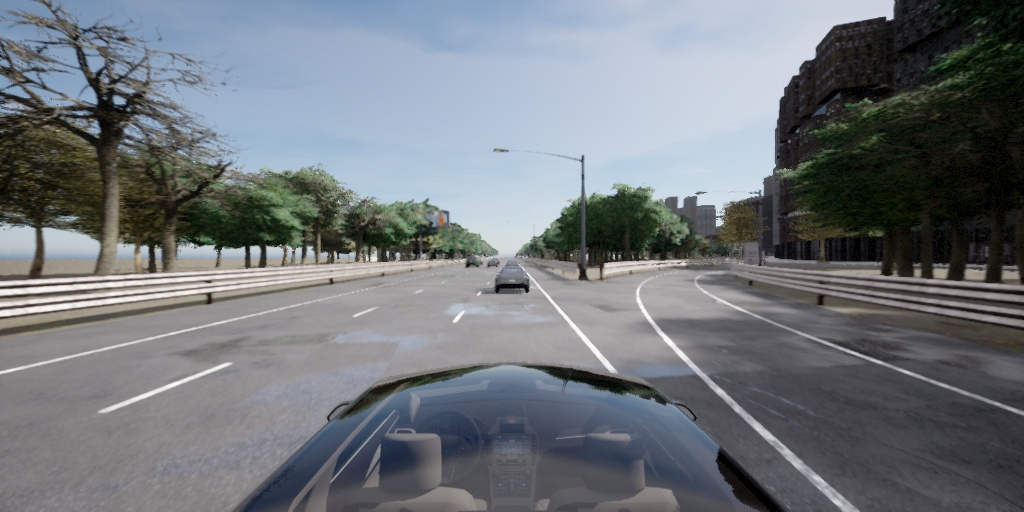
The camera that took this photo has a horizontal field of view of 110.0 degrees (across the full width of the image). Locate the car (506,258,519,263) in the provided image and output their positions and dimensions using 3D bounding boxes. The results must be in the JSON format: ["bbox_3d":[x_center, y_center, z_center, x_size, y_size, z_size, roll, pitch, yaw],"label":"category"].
[{"bbox_3d":[0.037,1.353,51.809,1.994,1.385,4.181,0,0,0],"label":"car"}]

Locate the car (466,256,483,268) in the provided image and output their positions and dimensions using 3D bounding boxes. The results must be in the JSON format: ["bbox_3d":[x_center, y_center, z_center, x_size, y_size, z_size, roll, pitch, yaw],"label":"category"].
[{"bbox_3d":[-6.954,1.044,63.880,2.150,2.045,5.566,0,0,0],"label":"car"}]

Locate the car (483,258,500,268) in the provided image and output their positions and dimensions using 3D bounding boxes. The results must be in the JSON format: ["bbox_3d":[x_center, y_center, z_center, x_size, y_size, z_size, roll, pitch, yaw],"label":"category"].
[{"bbox_3d":[-3.454,1.316,63.845,2.128,1.511,4.902,0,0,0],"label":"car"}]

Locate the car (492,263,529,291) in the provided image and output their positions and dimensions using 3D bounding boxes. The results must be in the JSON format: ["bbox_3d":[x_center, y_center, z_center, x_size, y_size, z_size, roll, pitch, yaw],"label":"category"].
[{"bbox_3d":[0.013,1.314,21.647,1.994,1.385,4.181,0,0,0],"label":"car"}]
